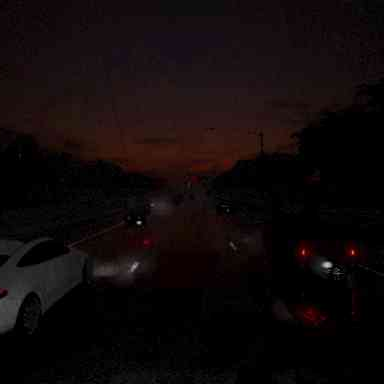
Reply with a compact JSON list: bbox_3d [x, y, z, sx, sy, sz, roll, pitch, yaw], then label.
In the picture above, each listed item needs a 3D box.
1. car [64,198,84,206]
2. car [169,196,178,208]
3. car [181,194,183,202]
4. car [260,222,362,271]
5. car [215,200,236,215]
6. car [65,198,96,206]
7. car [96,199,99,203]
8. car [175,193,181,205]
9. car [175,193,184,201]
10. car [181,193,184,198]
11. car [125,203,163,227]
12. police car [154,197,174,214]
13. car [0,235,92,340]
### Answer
[{"bbox_3d":[-21.035,1.743,59.280,1.994,1.385,4.181,0,0,1],"label":"car"},{"bbox_3d":[-3.505,1.723,48.867,2.033,1.411,5.357,0,0,0],"label":"car"},{"bbox_3d":[-3.508,1.749,70.869,1.994,1.385,4.181,0,0,0],"label":"car"},{"bbox_3d":[3.599,1.653,11.090,1.895,1.301,4.718,0,0,0],"label":"car"},{"bbox_3d":[3.596,1.641,35.630,2.128,1.511,4.902,0,0,0],"label":"car"},{"bbox_3d":[-14.084,1.729,42.028,1.994,1.385,4.181,0,0,0],"label":"car"},{"bbox_3d":[-17.539,1.745,57.925,1.994,1.385,4.181,0,0,1],"label":"car"},{"bbox_3d":[-3.507,1.535,59.837,2.097,1.767,4.553,0,0,0],"label":"car"},{"bbox_3d":[-3.510,1.397,92.899,2.150,2.045,5.566,0,0,0],"label":"car"},{"bbox_3d":[-3.509,1.615,81.869,2.033,1.649,4.856,0,0,0],"label":"car"},{"bbox_3d":[-3.402,1.708,23.614,1.895,1.301,4.718,0,0,0],"label":"car"},{"bbox_3d":[-3.504,1.660,37.867,2.038,1.542,4.974,0,0,0],"label":"police car"},{"bbox_3d":[-3.400,1.557,6.473,1.812,1.442,4.674,0,0,0],"label":"car"}]
